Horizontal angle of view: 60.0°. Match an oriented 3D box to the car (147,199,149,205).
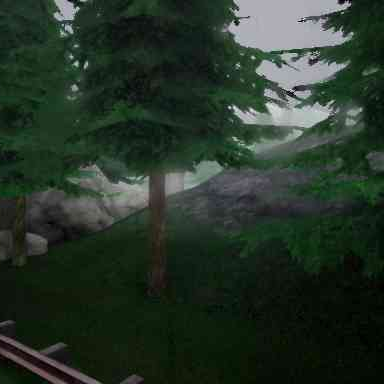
[{"bbox_3d":[-6.135,1.510,38.549,1.812,1.442,4.674,0,0,37],"label":"car"}]
